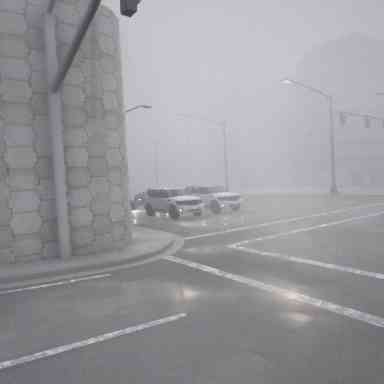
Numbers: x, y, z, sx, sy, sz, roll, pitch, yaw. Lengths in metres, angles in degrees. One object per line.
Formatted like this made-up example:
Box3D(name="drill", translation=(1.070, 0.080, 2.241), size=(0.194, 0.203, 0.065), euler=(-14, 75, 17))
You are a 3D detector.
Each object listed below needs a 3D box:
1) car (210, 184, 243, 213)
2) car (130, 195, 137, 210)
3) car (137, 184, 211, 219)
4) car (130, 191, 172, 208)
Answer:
Box3D(name="car", translation=(1.396, 0.427, 25.648), size=(2.150, 2.045, 5.566), euler=(-5, 3, -35))
Box3D(name="car", translation=(-6.870, 1.002, 31.326), size=(1.994, 1.385, 4.181), euler=(-5, 3, -35))
Box3D(name="car", translation=(-1.450, 0.662, 23.624), size=(2.150, 2.045, 5.566), euler=(-5, 3, -35))
Box3D(name="car", translation=(-4.219, 0.694, 33.624), size=(2.128, 1.511, 4.902), euler=(-5, 3, -35))
